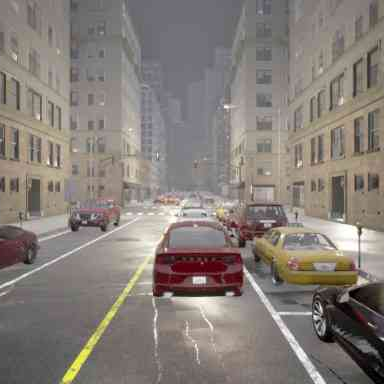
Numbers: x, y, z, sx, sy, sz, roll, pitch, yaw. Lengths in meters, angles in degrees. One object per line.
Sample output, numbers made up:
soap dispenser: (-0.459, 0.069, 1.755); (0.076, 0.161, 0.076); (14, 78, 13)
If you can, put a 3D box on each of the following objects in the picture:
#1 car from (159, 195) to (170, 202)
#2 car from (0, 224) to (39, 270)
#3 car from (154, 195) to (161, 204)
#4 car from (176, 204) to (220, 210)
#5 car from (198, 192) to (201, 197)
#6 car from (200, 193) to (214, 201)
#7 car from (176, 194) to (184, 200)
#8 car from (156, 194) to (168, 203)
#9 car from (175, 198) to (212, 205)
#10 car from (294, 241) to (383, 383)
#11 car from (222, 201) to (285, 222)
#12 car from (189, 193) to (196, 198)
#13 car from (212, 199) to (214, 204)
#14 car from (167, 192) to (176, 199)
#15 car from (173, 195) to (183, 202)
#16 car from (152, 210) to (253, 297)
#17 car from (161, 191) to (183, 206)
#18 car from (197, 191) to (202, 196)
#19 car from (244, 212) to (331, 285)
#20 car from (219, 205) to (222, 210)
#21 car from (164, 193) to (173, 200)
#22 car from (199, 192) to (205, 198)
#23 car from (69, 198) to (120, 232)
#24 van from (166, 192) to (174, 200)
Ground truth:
car: (-5.627, 1.292, 68.731); (1.887, 1.381, 4.507); (1, 0, 0)
car: (-5.743, 1.577, 9.120); (1.802, 1.307, 4.206); (0, 0, 0)
car: (-5.648, 1.362, 57.884); (1.887, 1.381, 4.507); (0, 0, 0)
car: (0.129, 1.510, 16.113); (1.812, 1.442, 4.674); (0, 0, 0)
car: (2.919, 1.251, 79.556); (1.802, 1.307, 4.206); (1, 0, 0)
car: (2.877, 1.368, 57.860); (2.008, 1.369, 4.403); (0, 0, 0)
car: (-2.849, 1.184, 80.714); (1.812, 1.442, 4.674); (0, 0, 0)
car: (-5.636, 1.224, 63.308); (1.967, 1.590, 4.097); (1, 0, 0)
car: (0.121, 1.454, 25.256); (2.128, 1.511, 4.902); (0, 0, 0)
car: (2.772, 1.566, 3.546); (1.947, 1.339, 4.313); (0, 0, 0)
car: (2.795, 1.302, 14.651); (2.192, 1.841, 5.009); (0, 0, 0)
car: (0.175, 1.062, 93.182); (1.837, 1.490, 4.892); (0, 0, 0)
car: (2.815, 1.486, 25.926); (1.752, 1.417, 4.829); (0, 0, 0)
car: (-5.583, 0.899, 90.422); (2.192, 1.841, 5.009); (1, 0, 0)
car: (-2.868, 1.289, 70.445); (1.994, 1.385, 4.181); (0, 0, 0)
car: (0.088, 1.473, 8.612); (1.882, 1.535, 5.008); (0, 0, -1)
car: (-3.051, 1.204, 51.711); (2.097, 1.767, 4.553); (0, 0, 2)
car: (2.941, 1.024, 90.400); (1.967, 1.590, 4.097); (1, 0, 0)
car: (2.784, 1.520, 9.267); (1.752, 1.417, 4.829); (0, 0, 0)
car: (2.805, 1.558, 20.202); (1.802, 1.307, 4.206); (0, 0, 0)
car: (-5.605, 1.109, 79.577); (1.967, 1.590, 4.097); (1, 0, 0)
car: (2.899, 1.272, 68.877); (1.752, 1.417, 4.829); (1, 0, 0)
car: (-5.720, 1.291, 20.226); (2.192, 1.841, 5.009); (0, 0, 0)
van: (-5.593, 0.968, 84.999); (1.690, 1.788, 3.998); (1, 0, 0)
